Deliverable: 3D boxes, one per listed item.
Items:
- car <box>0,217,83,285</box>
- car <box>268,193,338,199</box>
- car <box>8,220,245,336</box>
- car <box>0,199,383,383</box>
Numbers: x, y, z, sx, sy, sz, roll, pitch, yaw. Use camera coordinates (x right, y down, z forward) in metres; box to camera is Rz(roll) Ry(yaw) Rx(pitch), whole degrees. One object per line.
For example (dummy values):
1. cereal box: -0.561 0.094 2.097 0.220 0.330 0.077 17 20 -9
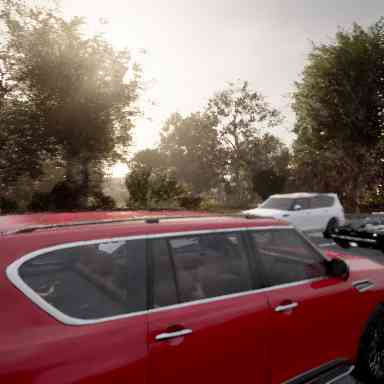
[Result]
1. car: -5.745 1.510 8.323 5.357 1.411 2.033 0 0 -35
2. car: 4.380 1.090 14.735 5.566 2.045 2.150 -1 1 -31
3. car: -1.225 1.498 7.179 4.674 1.442 1.812 0 0 -33
4. car: 0.156 1.209 3.708 5.566 2.045 2.150 0 0 -34
